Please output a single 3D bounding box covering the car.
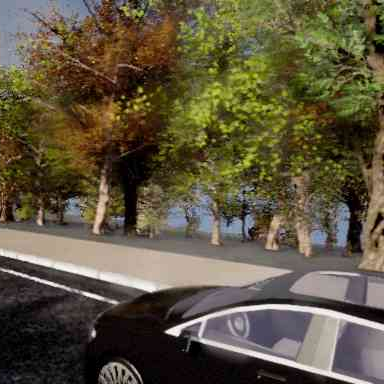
[{"bbox_3d":[1.068,1.485,2.923,4.902,1.511,2.128,0,0,36],"label":"car"}]
